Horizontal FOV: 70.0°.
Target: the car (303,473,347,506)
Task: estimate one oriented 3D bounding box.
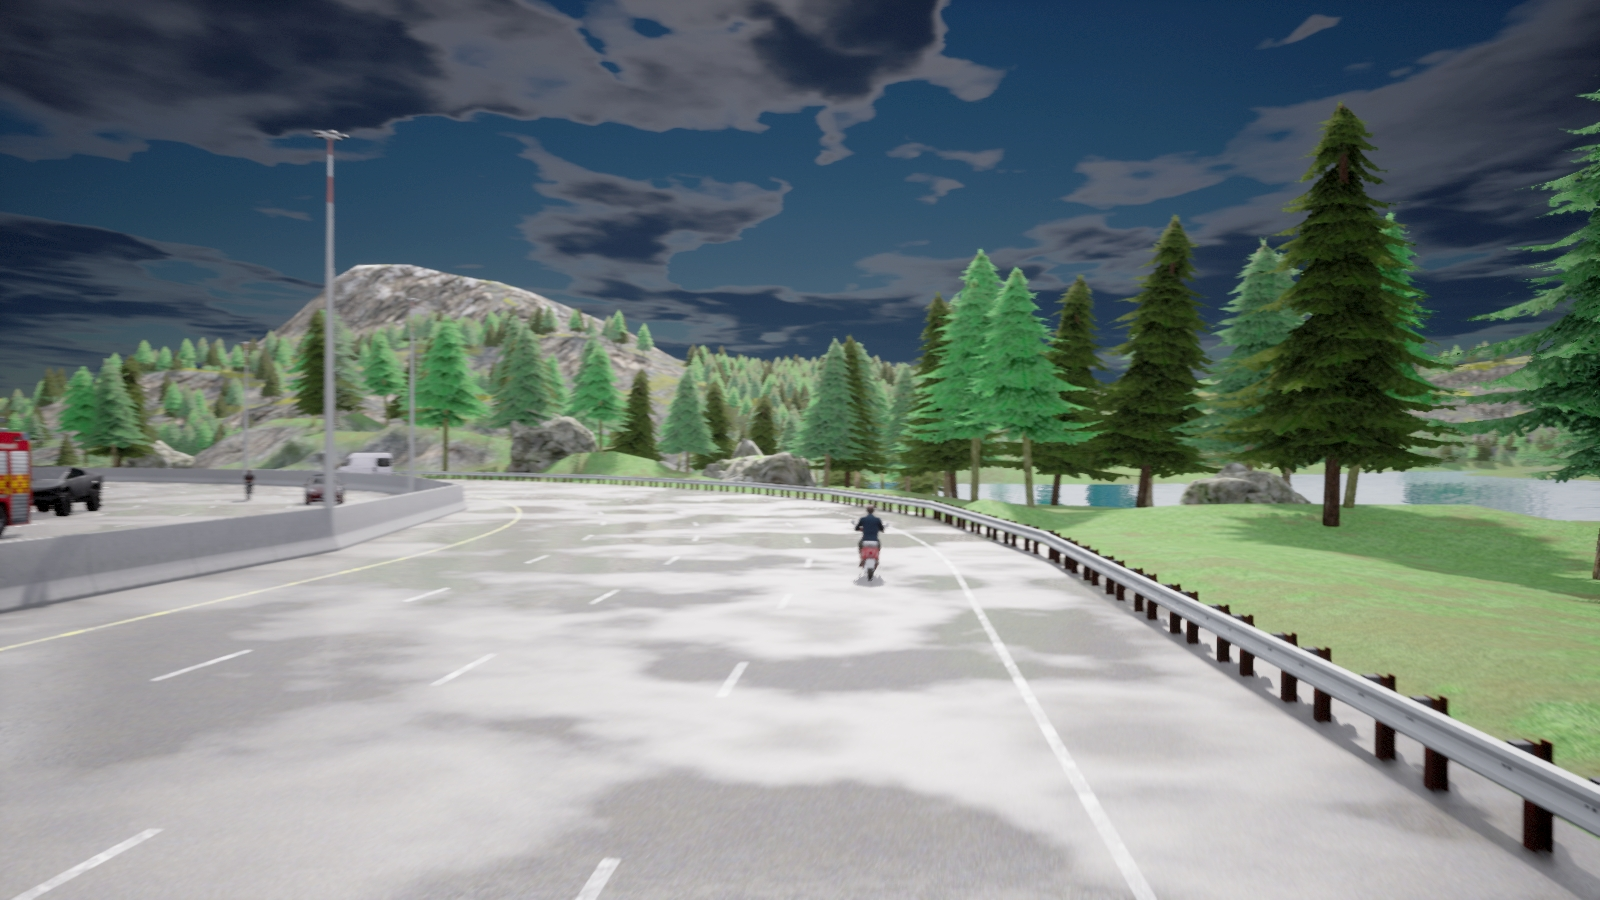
[{"bbox_3d":[-24.794,2.038,59.557,2.007,1.525,4.514,0,0,-24],"label":"car"}]

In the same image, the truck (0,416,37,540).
[{"bbox_3d":[-26.104,0.870,32.848,2.891,3.827,8.468,0,0,-2],"label":"truck"}]

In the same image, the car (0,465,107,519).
[{"bbox_3d":[-32.036,1.734,49.071,2.390,2.098,6.274,0,0,-16],"label":"car"}]

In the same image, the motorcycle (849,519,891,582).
[{"bbox_3d":[1.537,2.202,25.312,0.856,1.236,1.805,1,0,2],"label":"motorcycle"}]
